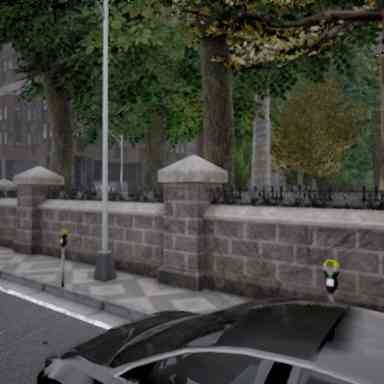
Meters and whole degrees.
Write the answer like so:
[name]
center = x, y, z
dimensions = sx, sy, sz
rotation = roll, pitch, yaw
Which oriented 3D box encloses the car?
[car]
center = 0.616, 1.561, 2.525
dimensions = 4.313, 1.339, 1.947
rotation = 0, 0, 36
